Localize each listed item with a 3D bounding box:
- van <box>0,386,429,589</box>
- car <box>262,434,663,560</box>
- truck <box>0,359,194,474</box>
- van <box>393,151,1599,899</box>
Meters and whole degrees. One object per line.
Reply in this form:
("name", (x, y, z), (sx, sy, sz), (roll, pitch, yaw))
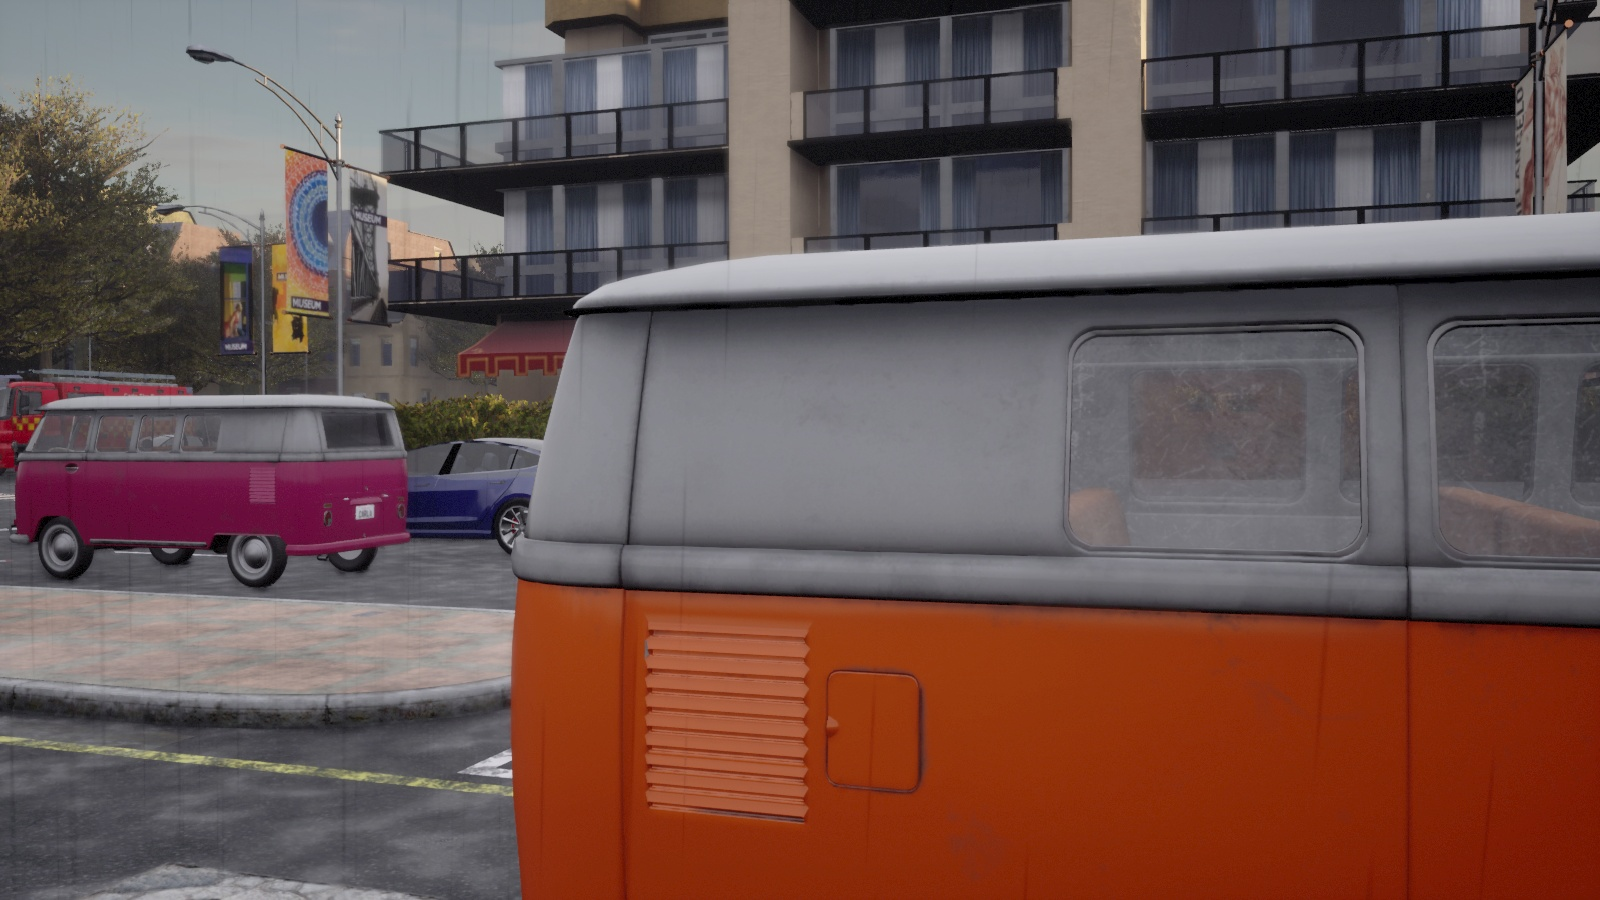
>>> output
("van", (-6.511, 0.334, 13.820), (4.442, 1.987, 1.775), (1, 1, 19))
("car", (-4.484, 0.540, 16.834), (4.792, 1.488, 2.163), (1, 1, 19))
("truck", (-26.770, -1.180, 46.298), (2.891, 3.827, 8.468), (1, 1, 18))
("van", (1.570, 0.543, 2.661), (4.442, 1.987, 1.775), (1, 1, 19))
